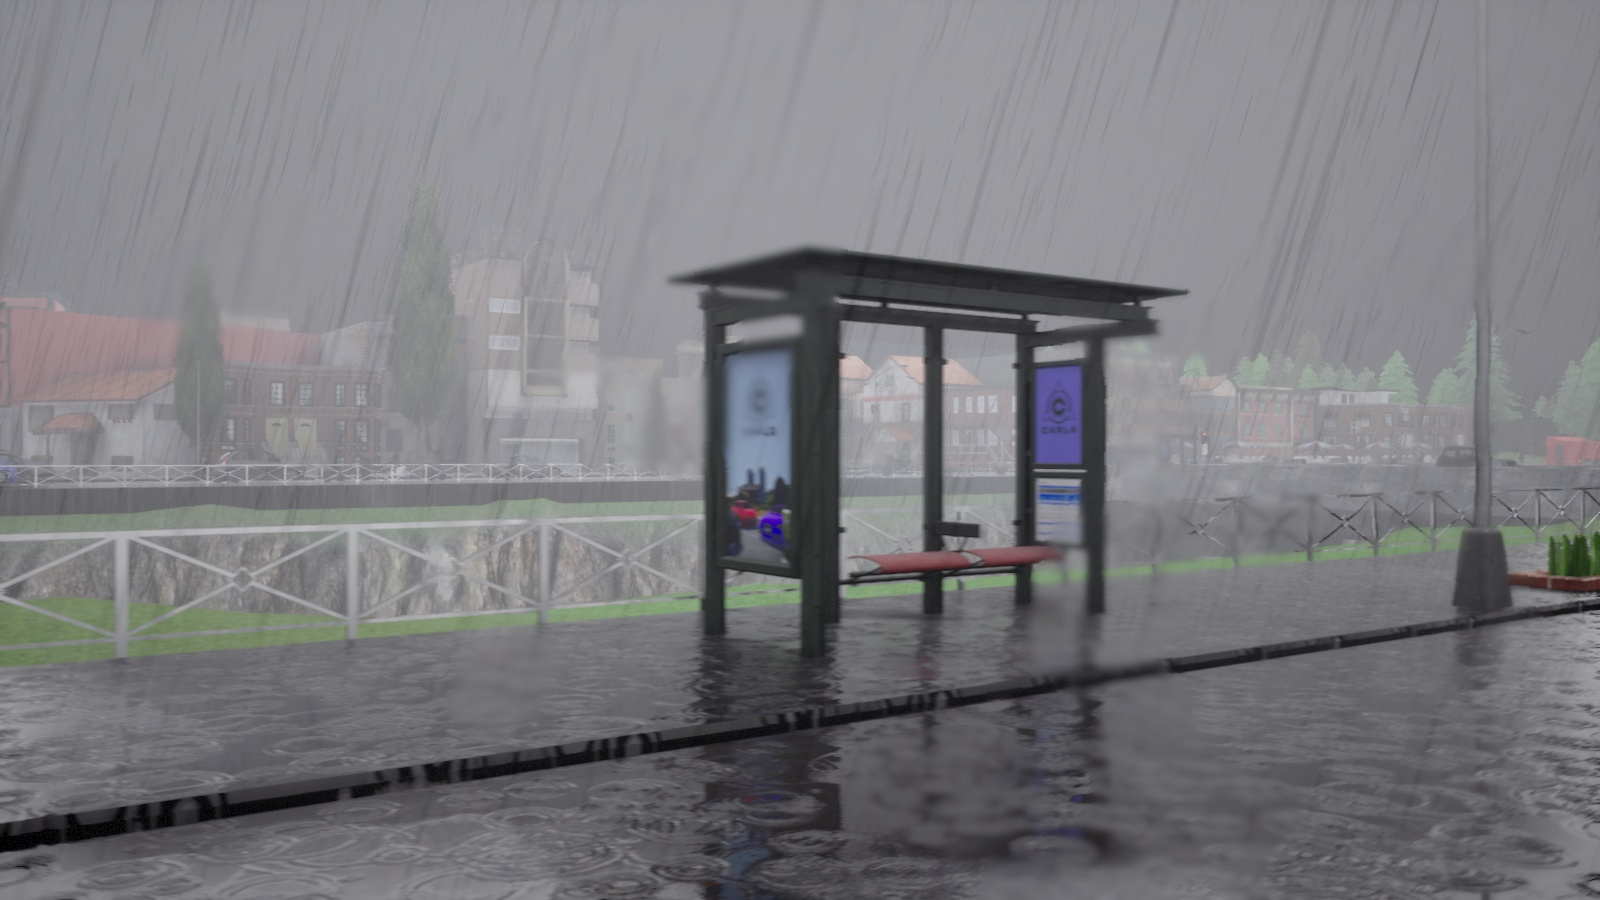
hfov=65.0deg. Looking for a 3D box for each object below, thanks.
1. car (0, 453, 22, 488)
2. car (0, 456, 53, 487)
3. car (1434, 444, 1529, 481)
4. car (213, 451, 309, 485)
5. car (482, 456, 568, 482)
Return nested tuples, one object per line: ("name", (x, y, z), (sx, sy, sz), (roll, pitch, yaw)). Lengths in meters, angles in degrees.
("car", (-36.291, 0.902, 54.234), (4.514, 1.525, 2.007), (0, 0, -34))
("car", (-37.749, 1.014, 58.052), (5.357, 1.411, 2.033), (0, 0, -35))
("car", (35.050, 0.625, 64.675), (1.905, 1.878, 3.866), (0, 0, -35))
("car", (-26.255, 0.849, 61.198), (3.988, 1.617, 1.851), (0, 0, -34))
("car", (-15.073, 1.009, 68.976), (4.181, 1.385, 1.994), (0, 0, -35))
